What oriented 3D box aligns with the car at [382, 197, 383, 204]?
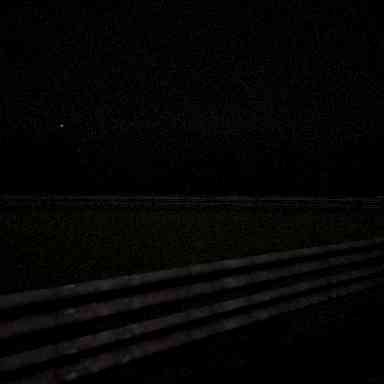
[{"bbox_3d":[24.818,1.022,38.108,5.566,2.045,2.150,0,0,1],"label":"car"}]
